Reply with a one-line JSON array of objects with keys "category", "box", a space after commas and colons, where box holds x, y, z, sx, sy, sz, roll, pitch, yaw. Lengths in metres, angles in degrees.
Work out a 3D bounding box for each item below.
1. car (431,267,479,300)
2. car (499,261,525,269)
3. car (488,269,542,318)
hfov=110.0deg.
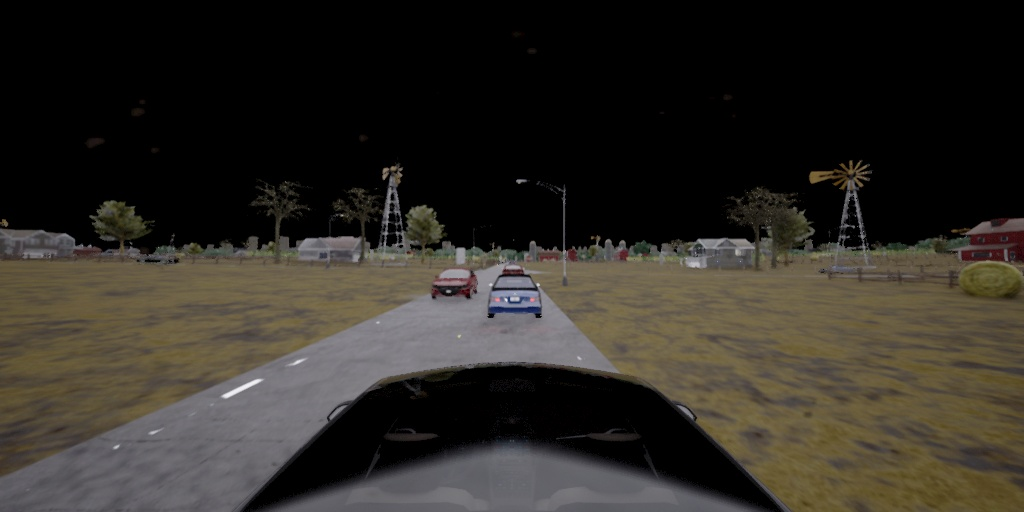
[{"category": "car", "box": [-2.847, 1.339, 18.629, 1.882, 1.535, 5.008, 0, 0, 0]}, {"category": "car", "box": [0.096, 1.409, 30.694, 1.882, 1.535, 5.008, 0, 0, 0]}, {"category": "car", "box": [0.093, 1.377, 13.442, 2.033, 1.411, 5.357, 0, 0, 0]}]
